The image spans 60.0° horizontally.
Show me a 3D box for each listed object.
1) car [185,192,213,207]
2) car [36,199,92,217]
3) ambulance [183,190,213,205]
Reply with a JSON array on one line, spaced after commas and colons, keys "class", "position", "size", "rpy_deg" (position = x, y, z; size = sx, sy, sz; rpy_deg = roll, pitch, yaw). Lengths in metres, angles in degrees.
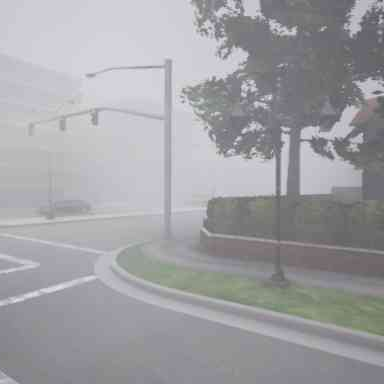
[{"class": "car", "position": [1.626, 1.215, 46.820], "size": [2.097, 1.767, 4.553], "rpy_deg": [0, 0, 36]}, {"class": "car", "position": [-11.155, 1.367, 29.233], "size": [1.837, 1.490, 4.892], "rpy_deg": [0, 0, 36]}, {"class": "ambulance", "position": [1.175, 0.873, 52.006], "size": [2.351, 2.431, 6.366], "rpy_deg": [0, 0, 36]}]
